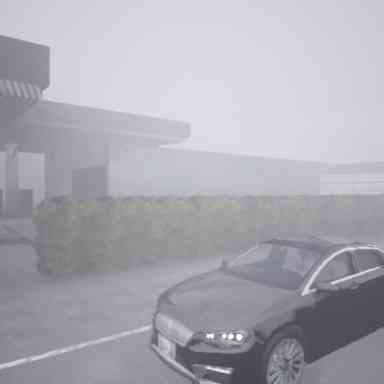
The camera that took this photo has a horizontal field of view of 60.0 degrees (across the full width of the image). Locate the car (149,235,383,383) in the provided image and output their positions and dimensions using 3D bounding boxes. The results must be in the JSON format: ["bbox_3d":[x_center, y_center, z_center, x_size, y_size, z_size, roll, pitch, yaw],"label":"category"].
[{"bbox_3d":[1.709,1.496,5.207,4.902,1.511,2.128,0,0,-35],"label":"car"}]
